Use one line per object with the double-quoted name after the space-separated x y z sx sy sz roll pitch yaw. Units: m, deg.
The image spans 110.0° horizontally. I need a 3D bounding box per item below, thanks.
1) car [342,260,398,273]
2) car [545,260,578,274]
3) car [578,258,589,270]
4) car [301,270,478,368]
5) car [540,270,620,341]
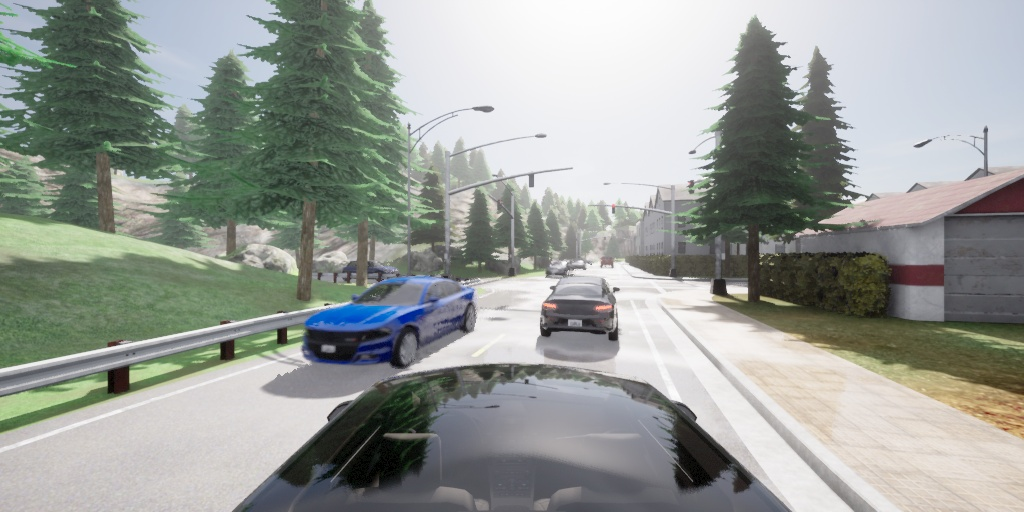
-11.349 1.117 29.000 4.553 1.767 2.097 0 0 15 "car"
4.539 1.242 33.867 2.128 1.511 4.902 0 0 20 "car"
9.404 1.314 50.502 1.994 1.385 4.181 0 0 16 "car"
-2.342 1.227 8.213 1.882 1.535 5.008 0 0 15 "car"
1.960 1.276 9.924 1.812 1.442 4.674 0 0 15 "car"
